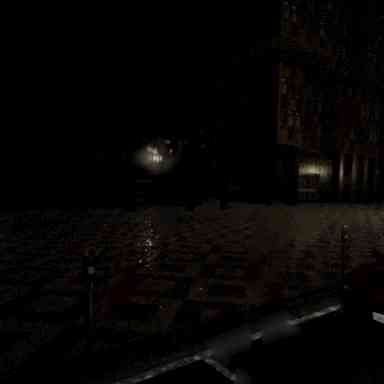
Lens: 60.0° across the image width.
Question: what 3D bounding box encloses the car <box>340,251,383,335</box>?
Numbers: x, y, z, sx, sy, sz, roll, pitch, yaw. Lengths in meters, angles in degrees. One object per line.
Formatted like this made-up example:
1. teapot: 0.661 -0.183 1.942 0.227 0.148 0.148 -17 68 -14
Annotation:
1. car: 4.413 1.510 5.894 4.507 1.381 1.887 1 2 -36
